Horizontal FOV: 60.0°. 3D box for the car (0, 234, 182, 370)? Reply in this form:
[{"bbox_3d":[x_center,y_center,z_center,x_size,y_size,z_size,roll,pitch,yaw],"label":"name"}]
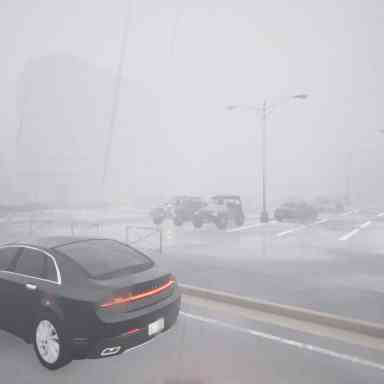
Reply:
[{"bbox_3d":[-2.435,1.505,5.739,4.892,1.490,1.837,0,0,36],"label":"car"}]

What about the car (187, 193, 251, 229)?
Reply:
[{"bbox_3d":[1.729,1.156,20.217,1.905,1.878,3.866,0,0,34],"label":"car"}]

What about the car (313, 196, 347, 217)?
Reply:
[{"bbox_3d":[13.778,1.395,33.149,1.970,1.475,3.806,0,0,34],"label":"car"}]

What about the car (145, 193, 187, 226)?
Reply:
[{"bbox_3d":[-0.635,1.153,21.887,1.932,1.855,4.605,0,0,34],"label":"car"}]

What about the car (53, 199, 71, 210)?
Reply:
[{"bbox_3d":[-17.143,1.547,41.500,2.033,1.411,5.357,0,0,34],"label":"car"}]

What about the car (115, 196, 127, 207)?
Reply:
[{"bbox_3d":[-11.805,1.352,49.417,2.097,1.767,4.553,0,0,34],"label":"car"}]

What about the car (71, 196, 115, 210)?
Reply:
[{"bbox_3d":[-12.470,1.526,42.157,1.812,1.442,4.674,0,0,34],"label":"car"}]

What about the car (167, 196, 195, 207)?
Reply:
[{"bbox_3d":[-1.630,1.478,51.641,1.882,1.535,5.008,0,0,34],"label":"car"}]

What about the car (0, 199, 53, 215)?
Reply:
[{"bbox_3d":[-17.472,1.601,34.747,1.895,1.301,4.718,0,0,34],"label":"car"}]

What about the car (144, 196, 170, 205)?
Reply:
[{"bbox_3d":[-6.024,1.526,57.926,1.812,1.442,4.674,0,0,35],"label":"car"}]

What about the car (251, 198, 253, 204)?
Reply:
[{"bbox_3d":[9.875,1.505,62.459,1.837,1.490,4.892,0,0,34],"label":"car"}]

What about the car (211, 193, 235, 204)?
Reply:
[{"bbox_3d":[5.990,1.221,62.920,2.150,2.045,5.566,0,0,34],"label":"car"}]

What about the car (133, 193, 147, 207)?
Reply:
[{"bbox_3d":[-6.582,1.221,50.867,2.150,2.045,5.566,0,0,34],"label":"car"}]
